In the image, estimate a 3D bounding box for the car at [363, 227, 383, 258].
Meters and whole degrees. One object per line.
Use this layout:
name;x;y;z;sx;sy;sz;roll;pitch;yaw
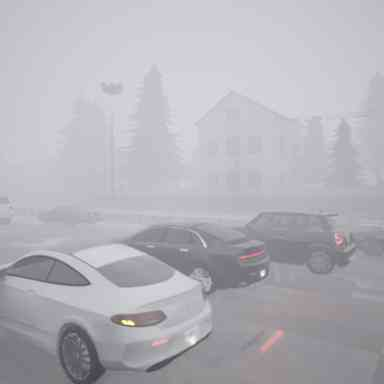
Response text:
car;8.047;1.546;11.149;5.357;1.411;2.033;0;0;36

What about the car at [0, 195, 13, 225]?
car;-14.573;1.241;22.992;5.566;2.045;2.150;0;0;36

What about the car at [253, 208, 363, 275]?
car;2.703;1.354;10.662;4.553;1.767;2.097;0;0;36

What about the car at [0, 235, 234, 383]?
car;-1.872;1.529;5.329;4.674;1.442;1.812;0;0;36

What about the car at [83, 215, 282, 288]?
car;-0.433;1.509;8.601;4.892;1.490;1.837;0;0;36

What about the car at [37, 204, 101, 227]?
car;-8.457;1.563;22.927;5.357;1.411;2.033;0;0;36
